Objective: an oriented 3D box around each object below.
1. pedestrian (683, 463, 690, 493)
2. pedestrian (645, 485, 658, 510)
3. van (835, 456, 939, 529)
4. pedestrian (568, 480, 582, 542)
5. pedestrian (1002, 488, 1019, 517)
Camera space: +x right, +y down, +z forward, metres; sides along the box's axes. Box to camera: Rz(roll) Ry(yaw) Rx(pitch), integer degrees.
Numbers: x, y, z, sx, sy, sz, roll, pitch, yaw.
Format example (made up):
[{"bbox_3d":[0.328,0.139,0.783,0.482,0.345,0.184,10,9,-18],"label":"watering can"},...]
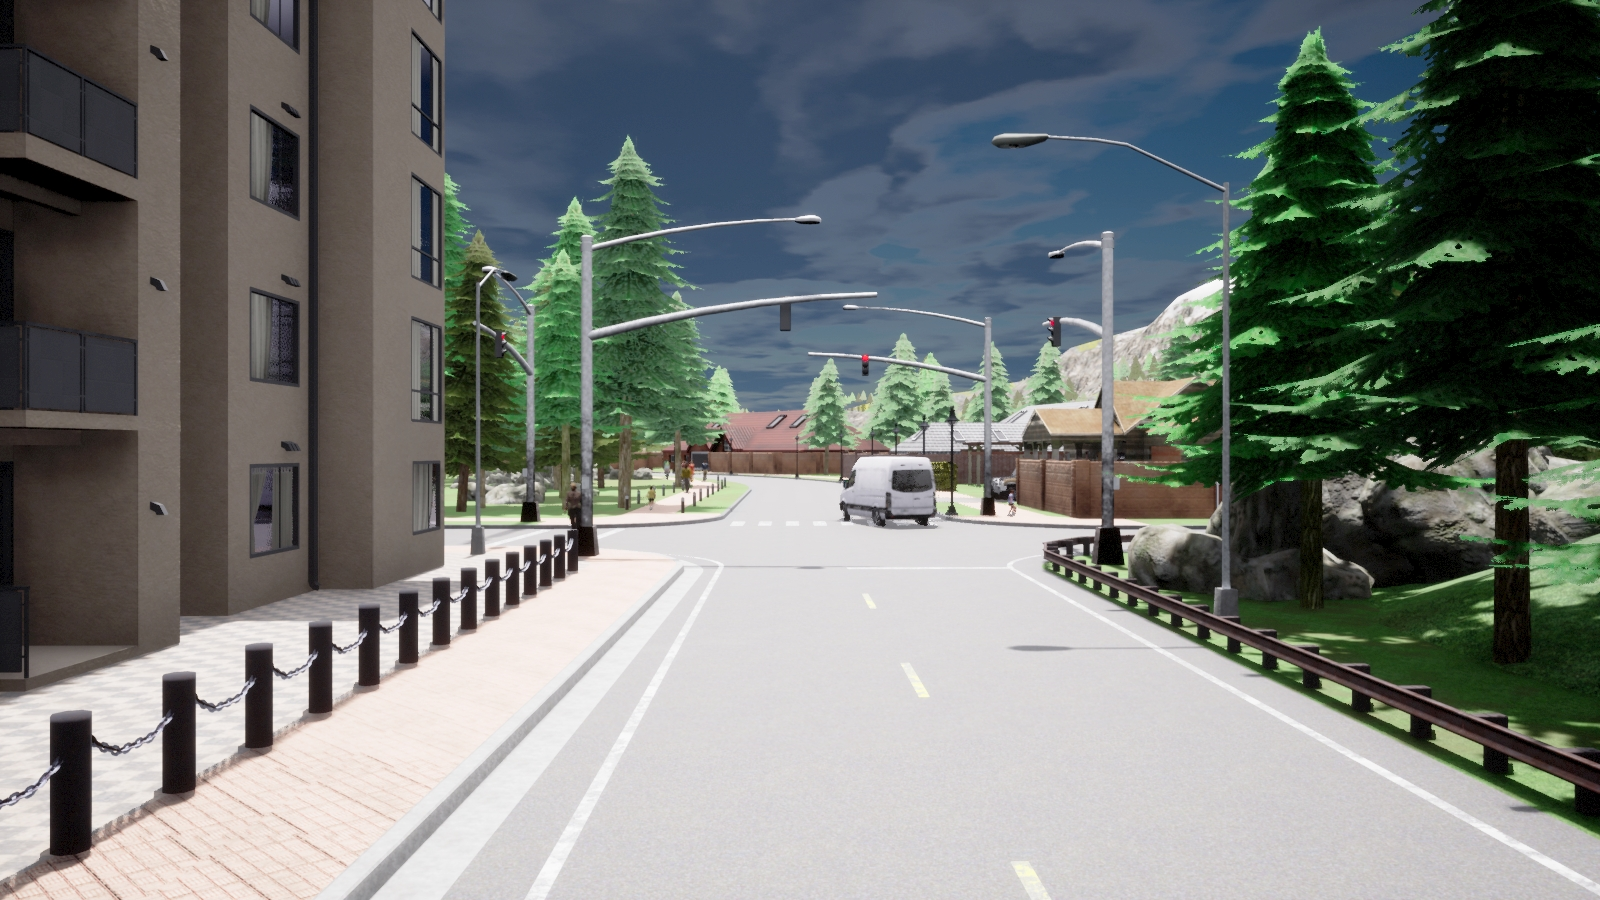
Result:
[{"bbox_3d":[-6.902,1.706,69.556,0.375,1.860,0.375,0,0,-1],"label":"pedestrian"},{"bbox_3d":[-6.517,2.074,50.142,0.500,1.100,0.500,0,0,-1],"label":"pedestrian"},{"bbox_3d":[3.236,1.531,43.922,1.988,2.561,5.915,0,0,-16],"label":"van"},{"bbox_3d":[-6.817,1.851,34.683,0.375,1.860,0.375,0,0,-5],"label":"pedestrian"},{"bbox_3d":[8.362,2.076,45.390,0.500,1.100,0.500,0,0,-10],"label":"pedestrian"}]
